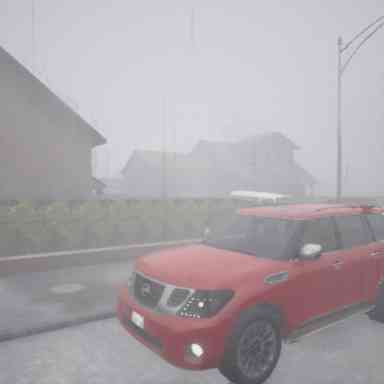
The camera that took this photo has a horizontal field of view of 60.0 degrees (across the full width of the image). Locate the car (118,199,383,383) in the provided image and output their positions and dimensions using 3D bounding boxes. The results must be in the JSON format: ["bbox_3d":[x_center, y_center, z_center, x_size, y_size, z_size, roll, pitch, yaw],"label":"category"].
[{"bbox_3d":[1.592,1.247,5.714,5.566,2.045,2.150,1,0,-35],"label":"car"}]
